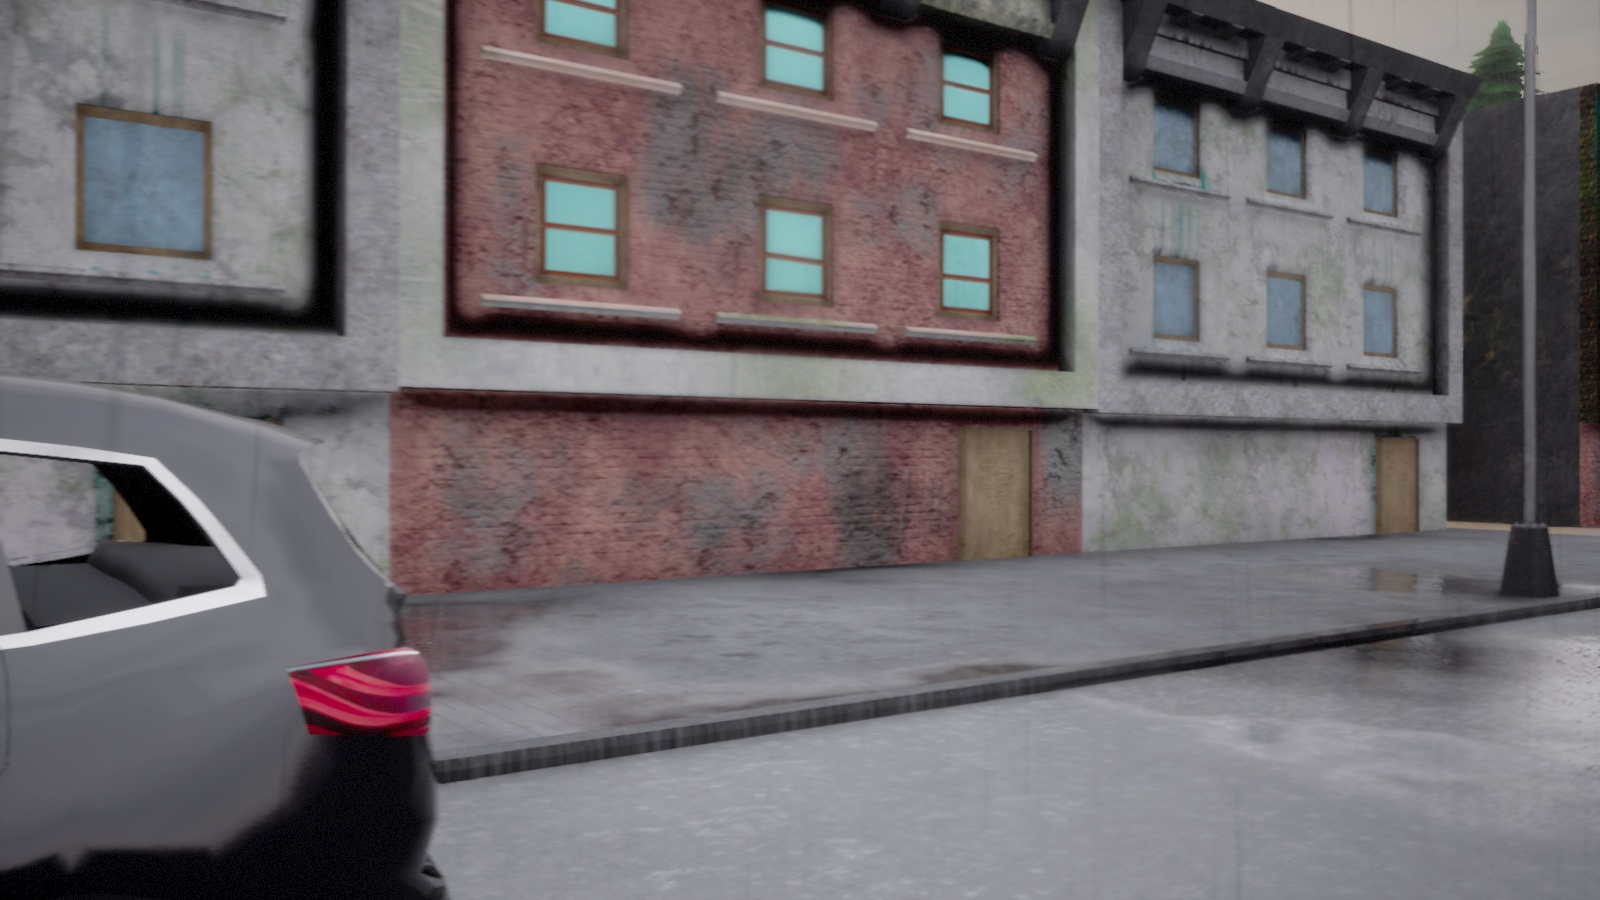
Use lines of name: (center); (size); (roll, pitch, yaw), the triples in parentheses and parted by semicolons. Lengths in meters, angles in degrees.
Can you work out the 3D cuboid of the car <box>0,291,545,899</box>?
car: (-3.050, 0.597, 2.143); (4.611, 1.667, 2.242); (-1, 0, -35)
